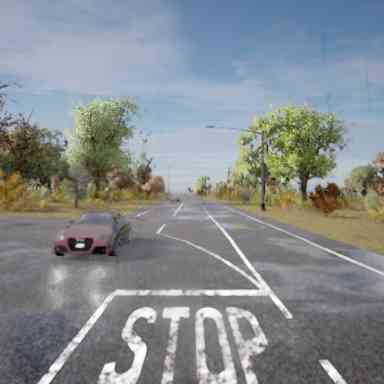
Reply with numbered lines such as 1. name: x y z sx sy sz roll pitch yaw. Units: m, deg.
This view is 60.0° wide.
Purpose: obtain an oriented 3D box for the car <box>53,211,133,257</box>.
1. car: -3.481 1.411 12.381 1.994 1.385 4.181 1 2 0

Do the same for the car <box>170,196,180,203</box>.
1. car: -3.726 1.574 73.504 1.882 1.535 5.008 0 0 3
